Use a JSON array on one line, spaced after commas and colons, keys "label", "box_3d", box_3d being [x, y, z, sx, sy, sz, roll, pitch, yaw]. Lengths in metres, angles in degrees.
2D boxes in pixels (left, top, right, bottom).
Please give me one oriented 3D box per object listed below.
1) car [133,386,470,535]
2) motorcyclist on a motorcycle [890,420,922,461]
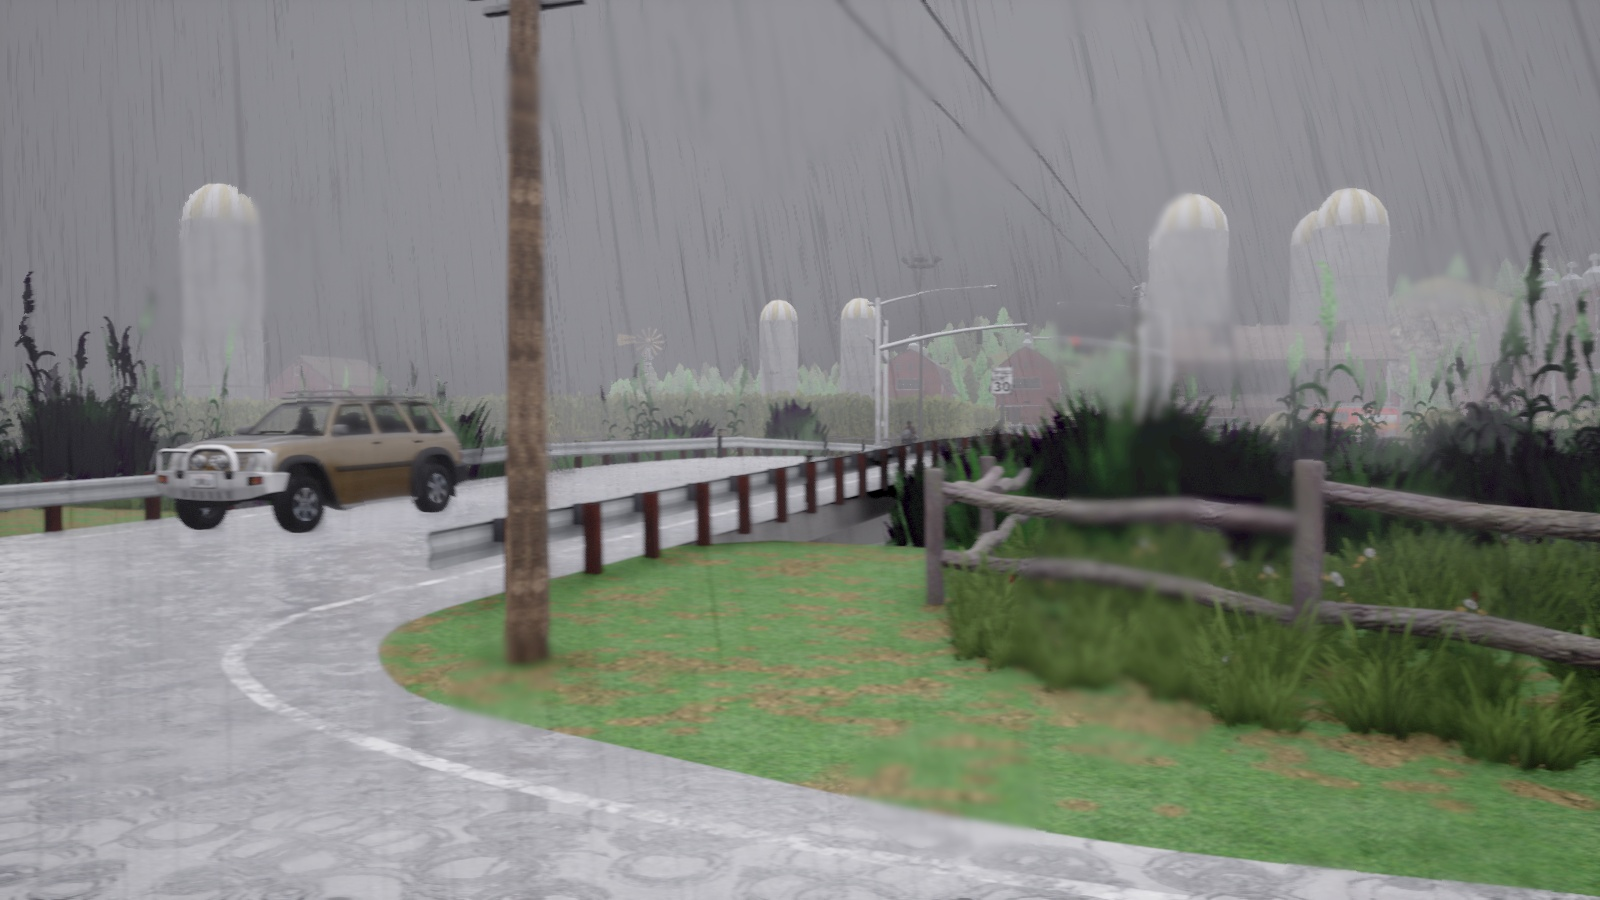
[{"label": "car", "box_3d": [-6.946, 0.038, 18.119, 1.932, 1.855, 4.605, 1, 2, 20]}, {"label": "motorcyclist on a motorcycle", "box_3d": [4.171, -0.367, 49.252, 0.797, 1.523, 2.044, 1, -2, 18]}]
